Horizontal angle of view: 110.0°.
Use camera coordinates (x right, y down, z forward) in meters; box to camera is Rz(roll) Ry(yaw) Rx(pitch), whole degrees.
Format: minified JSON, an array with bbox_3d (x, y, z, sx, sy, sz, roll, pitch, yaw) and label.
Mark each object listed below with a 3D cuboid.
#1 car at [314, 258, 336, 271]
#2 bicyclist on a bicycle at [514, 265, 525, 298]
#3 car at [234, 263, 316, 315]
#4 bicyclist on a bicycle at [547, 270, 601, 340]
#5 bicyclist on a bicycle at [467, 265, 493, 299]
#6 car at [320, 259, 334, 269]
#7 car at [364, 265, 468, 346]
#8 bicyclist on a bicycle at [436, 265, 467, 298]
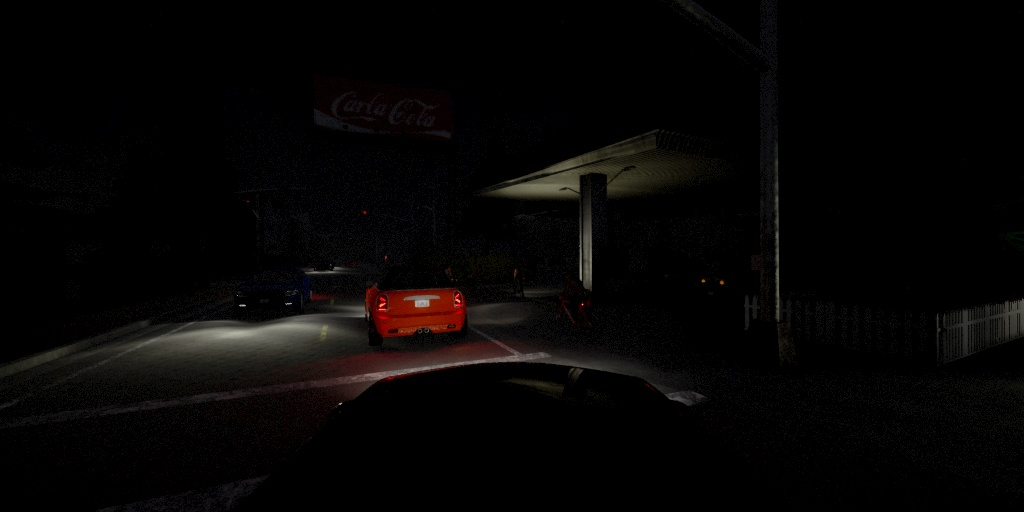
[{"bbox_3d":[-24.451,1.044,46.596,2.097,1.767,4.553,0,0,-25],"label":"car"},{"bbox_3d":[0.364,1.283,18.051,0.582,1.620,1.656,0,0,15],"label":"bicyclist on a bicycle"},{"bbox_3d":[-8.797,1.171,13.542,1.882,1.535,5.008,1,-1,-24],"label":"car"},{"bbox_3d":[1.504,1.185,8.866,0.582,1.620,1.656,3,-2,-44],"label":"bicyclist on a bicycle"},{"bbox_3d":[-1.741,1.282,17.884,1.656,1.620,0.582,1,0,-23],"label":"bicyclist on a bicycle"},{"bbox_3d":[-28.589,1.200,55.559,1.837,1.490,4.892,0,0,-25],"label":"car"},{"bbox_3d":[-2.722,1.013,9.456,2.097,1.767,4.553,0,0,-23],"label":"car"},{"bbox_3d":[-3.014,1.253,16.470,1.656,1.620,0.582,1,0,36],"label":"bicyclist on a bicycle"}]
